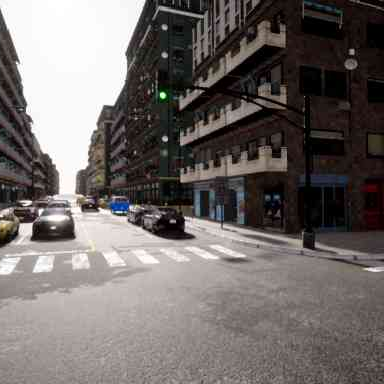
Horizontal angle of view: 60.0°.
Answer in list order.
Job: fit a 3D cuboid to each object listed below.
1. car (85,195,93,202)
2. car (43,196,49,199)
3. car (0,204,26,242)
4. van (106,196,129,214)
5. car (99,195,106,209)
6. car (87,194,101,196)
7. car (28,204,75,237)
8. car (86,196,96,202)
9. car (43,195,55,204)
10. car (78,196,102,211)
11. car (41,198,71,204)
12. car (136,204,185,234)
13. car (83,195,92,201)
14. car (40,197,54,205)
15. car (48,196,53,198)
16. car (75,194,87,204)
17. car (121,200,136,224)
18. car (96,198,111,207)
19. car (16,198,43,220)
[{"bbox_3d":[-25.650,1.590,82.843,1.752,1.417,4.829,1,0,-21],"label":"car"},{"bbox_3d":[-21.499,1.578,48.046,1.887,1.381,4.507,1,0,-21],"label":"car"},{"bbox_3d":[-9.507,1.535,16.204,1.752,1.417,4.829,1,0,-21],"label":"car"},{"bbox_3d":[-7.688,1.365,35.159,1.690,1.788,3.998,1,0,-21],"label":"van"},{"bbox_3d":[-11.728,1.558,45.878,1.752,1.417,4.829,1,0,-21],"label":"car"},{"bbox_3d":[-17.631,1.361,61.562,2.192,1.841,5.009,1,0,-21],"label":"car"},{"bbox_3d":[-7.504,1.575,18.198,1.994,1.385,4.181,0,0,-21],"label":"car"},{"bbox_3d":[-23.601,1.611,77.402,2.008,1.369,4.403,1,0,-21],"label":"car"},{"bbox_3d":[-27.464,1.487,63.889,1.967,1.590,4.097,1,0,-21],"label":"car"},{"bbox_3d":[-12.707,1.592,41.092,1.994,1.385,4.181,0,0,-21],"label":"car"},{"bbox_3d":[-10.573,1.495,26.356,1.882,1.535,5.008,0,0,-21],"label":"car"},{"bbox_3d":[-1.725,1.579,19.316,1.947,1.339,4.313,1,0,-21],"label":"car"},{"bbox_3d":[-27.579,1.621,87.963,2.008,1.369,4.403,1,0,-21],"label":"car"},{"bbox_3d":[-25.477,1.593,58.607,2.008,1.369,4.403,1,0,-21],"label":"car"},{"bbox_3d":[-14.205,1.502,36.076,1.882,1.535,5.008,0,0,-20],"label":"car"},{"bbox_3d":[-20.926,1.525,62.917,1.882,1.535,5.008,0,-1,-21],"label":"car"},{"bbox_3d":[-3.714,1.567,24.597,2.008,1.369,4.403,1,0,-21],"label":"car"},{"bbox_3d":[-13.658,1.618,50.999,1.802,1.307,4.206,1,0,-21],"label":"car"},{"bbox_3d":[-13.543,1.457,26.925,1.967,1.590,4.097,1,0,-21],"label":"car"}]
